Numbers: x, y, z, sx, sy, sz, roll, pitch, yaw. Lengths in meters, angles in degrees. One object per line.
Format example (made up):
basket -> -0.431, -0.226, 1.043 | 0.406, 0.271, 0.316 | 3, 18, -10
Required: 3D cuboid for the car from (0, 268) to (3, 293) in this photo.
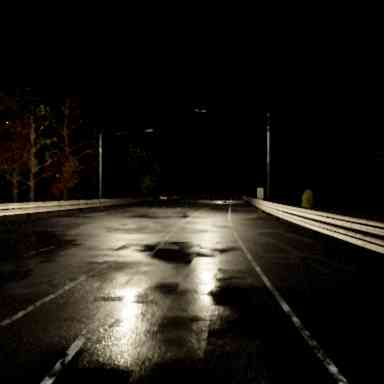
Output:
car -> -5.073, 1.443, 4.954 | 2.033, 1.649, 4.856 | 0, 0, 7
